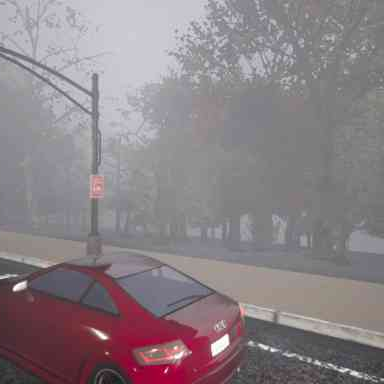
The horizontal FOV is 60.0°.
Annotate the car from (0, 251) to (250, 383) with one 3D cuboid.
[{"bbox_3d":[-1.338,1.563,4.636,4.181,1.385,1.994,0,0,35],"label":"car"}]
